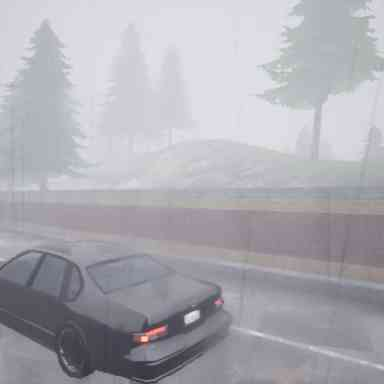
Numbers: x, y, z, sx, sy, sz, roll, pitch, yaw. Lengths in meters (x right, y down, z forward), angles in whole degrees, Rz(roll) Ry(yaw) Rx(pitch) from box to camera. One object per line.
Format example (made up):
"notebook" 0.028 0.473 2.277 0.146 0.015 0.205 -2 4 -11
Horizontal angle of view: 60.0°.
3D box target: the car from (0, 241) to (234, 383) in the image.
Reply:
"car" -1.975 1.560 5.536 5.357 1.411 2.033 0 0 38
